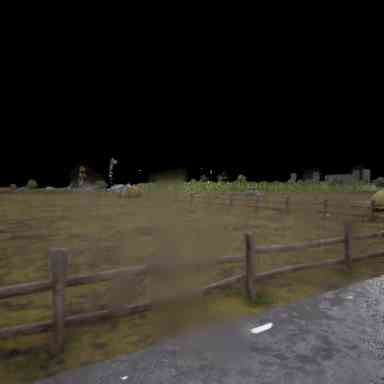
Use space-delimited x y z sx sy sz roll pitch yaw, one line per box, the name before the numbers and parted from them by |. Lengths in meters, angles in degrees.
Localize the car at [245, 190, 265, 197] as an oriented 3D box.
car | 13.471 0.334 71.463 2.128 1.511 4.902 1 0 -35
